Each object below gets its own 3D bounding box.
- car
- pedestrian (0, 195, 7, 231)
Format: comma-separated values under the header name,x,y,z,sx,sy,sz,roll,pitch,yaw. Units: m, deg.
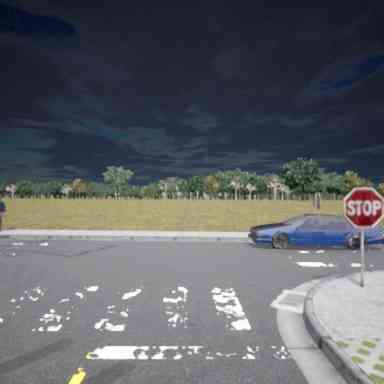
name,x,y,z,sx,sy,sz,roll,pitch,yaw
car,5.145,1.629,13.979,5.357,1.411,2.033,1,0,0
pedestrian,-9.723,1.053,16.774,0.375,1.860,0.375,0,-1,0
